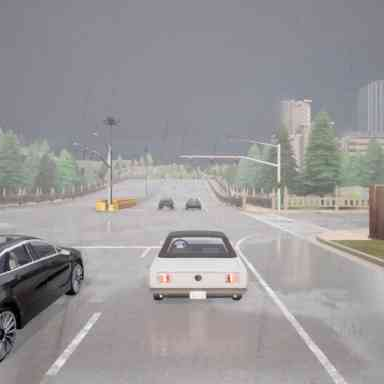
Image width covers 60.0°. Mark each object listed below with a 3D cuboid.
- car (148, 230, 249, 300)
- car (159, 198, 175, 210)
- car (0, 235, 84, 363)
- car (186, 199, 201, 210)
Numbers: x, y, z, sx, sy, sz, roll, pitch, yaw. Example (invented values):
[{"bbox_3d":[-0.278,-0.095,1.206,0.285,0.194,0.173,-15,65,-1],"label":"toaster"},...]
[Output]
[{"bbox_3d":[0.117,1.601,8.311,1.895,1.301,4.718,0,0,0],"label":"car"},{"bbox_3d":[-3.304,1.505,43.746,1.837,1.490,4.892,0,0,0],"label":"car"},{"bbox_3d":[-3.387,1.492,5.777,2.128,1.511,4.902,0,0,0],"label":"car"},{"bbox_3d":[0.198,1.564,43.928,1.994,1.385,4.181,0,0,0],"label":"car"}]
